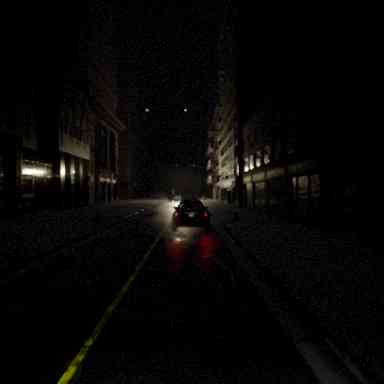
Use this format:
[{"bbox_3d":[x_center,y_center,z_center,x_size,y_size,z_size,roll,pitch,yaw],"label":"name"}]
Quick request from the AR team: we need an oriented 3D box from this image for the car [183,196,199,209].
[{"bbox_3d":[-0.177,1.285,42.023,1.882,1.535,5.008,0,0,0],"label":"car"}]

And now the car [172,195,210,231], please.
[{"bbox_3d":[-0.052,1.248,19.847,2.097,1.767,4.553,0,0,0],"label":"car"}]
